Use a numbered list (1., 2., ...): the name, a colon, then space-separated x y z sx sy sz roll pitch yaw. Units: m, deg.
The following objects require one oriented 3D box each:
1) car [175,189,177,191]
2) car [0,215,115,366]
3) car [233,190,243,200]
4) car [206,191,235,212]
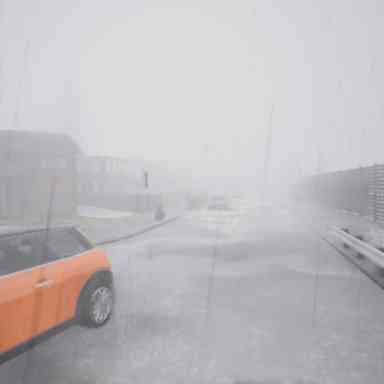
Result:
1. car: -4.367 0.069 63.447 3.633 1.501 1.845 -1 1 11
2. car: -3.043 1.285 4.232 2.097 1.767 4.553 -1 1 24
3. car: 7.150 0.417 53.293 1.882 1.535 5.008 -1 1 11
4. car: 2.509 0.985 30.012 1.837 1.490 4.892 -1 3 11
